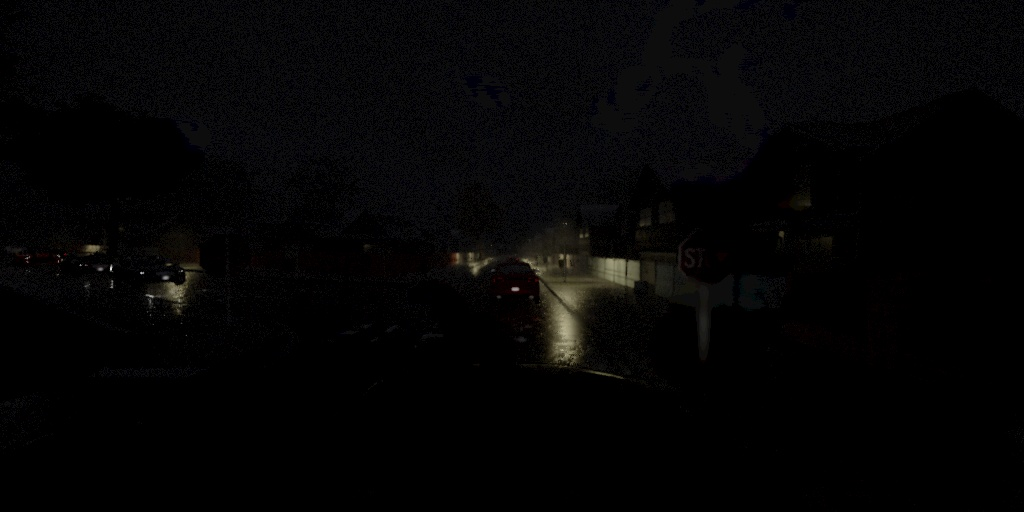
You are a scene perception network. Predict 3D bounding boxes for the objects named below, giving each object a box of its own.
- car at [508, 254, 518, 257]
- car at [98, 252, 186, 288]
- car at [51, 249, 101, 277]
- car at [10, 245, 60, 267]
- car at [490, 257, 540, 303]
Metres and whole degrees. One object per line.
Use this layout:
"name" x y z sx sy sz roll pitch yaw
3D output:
"car" 0.175 0.493 56.801 1.895 1.301 4.718 0 1 0
"car" -18.609 0.716 18.281 4.902 1.511 2.128 1 2 30
"car" -27.578 0.492 23.391 4.902 1.511 2.128 2 2 30
"car" -41.194 0.007 31.161 4.553 1.767 2.097 2 2 30
"car" 0.119 0.998 15.281 1.882 1.535 5.008 0 1 0
